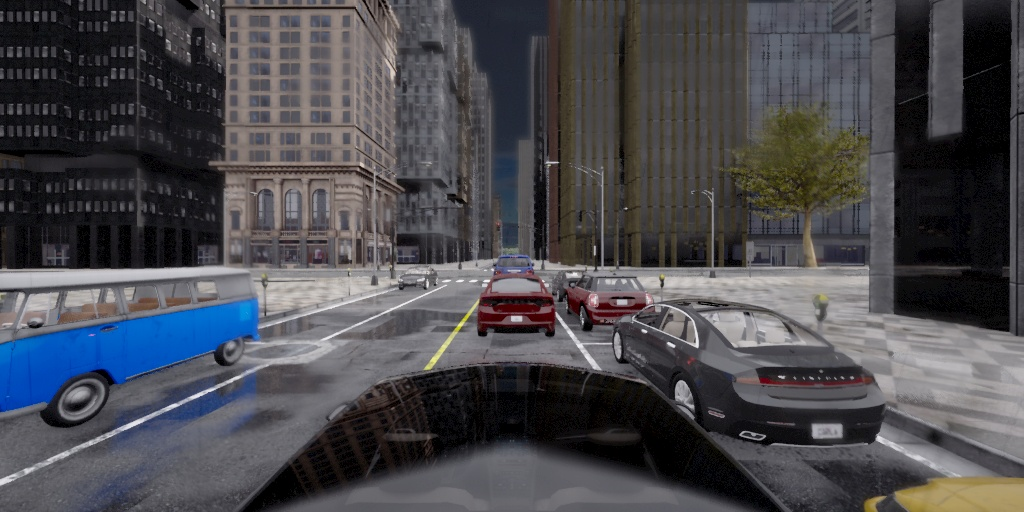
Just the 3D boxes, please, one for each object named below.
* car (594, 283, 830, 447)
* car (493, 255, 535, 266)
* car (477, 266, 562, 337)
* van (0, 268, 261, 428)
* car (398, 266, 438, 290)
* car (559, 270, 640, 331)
[{"bbox_3d":[2.769,1.300,5.323,2.007,1.370,4.403,0,0,0],"label":"car"},{"bbox_3d":[0.103,0.967,20.234,2.150,2.045,5.566,0,0,0],"label":"car"},{"bbox_3d":[0.106,1.226,10.350,1.882,1.535,5.008,0,0,0],"label":"car"},{"bbox_3d":[-5.756,1.090,5.335,1.690,1.789,3.998,0,0,0],"label":"van"},{"bbox_3d":[-5.732,1.296,22.258,2.007,1.370,4.403,0,0,0],"label":"car"},{"bbox_3d":[2.777,1.188,10.965,1.967,1.591,4.097,0,0,0],"label":"car"}]
